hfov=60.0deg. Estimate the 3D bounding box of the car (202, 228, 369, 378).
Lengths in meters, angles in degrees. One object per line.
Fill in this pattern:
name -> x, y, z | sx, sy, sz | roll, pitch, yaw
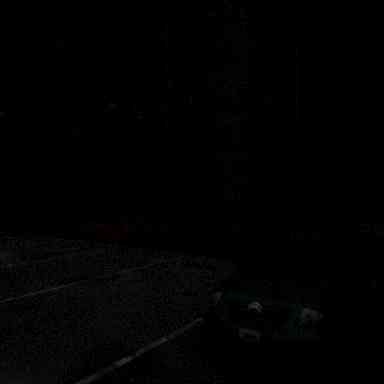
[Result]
car -> 1.836, 1.502, 5.684 | 1.851, 1.617, 3.988 | -1, 0, 35
